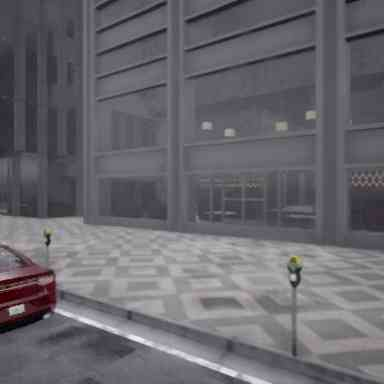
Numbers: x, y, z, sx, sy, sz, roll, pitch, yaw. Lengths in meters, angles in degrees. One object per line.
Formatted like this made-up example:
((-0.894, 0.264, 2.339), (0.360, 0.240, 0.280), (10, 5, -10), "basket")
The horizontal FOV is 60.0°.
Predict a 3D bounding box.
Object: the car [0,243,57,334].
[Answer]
((-4.307, 1.543, 6.038), (4.507, 1.381, 1.887), (0, 0, 36), "car")
